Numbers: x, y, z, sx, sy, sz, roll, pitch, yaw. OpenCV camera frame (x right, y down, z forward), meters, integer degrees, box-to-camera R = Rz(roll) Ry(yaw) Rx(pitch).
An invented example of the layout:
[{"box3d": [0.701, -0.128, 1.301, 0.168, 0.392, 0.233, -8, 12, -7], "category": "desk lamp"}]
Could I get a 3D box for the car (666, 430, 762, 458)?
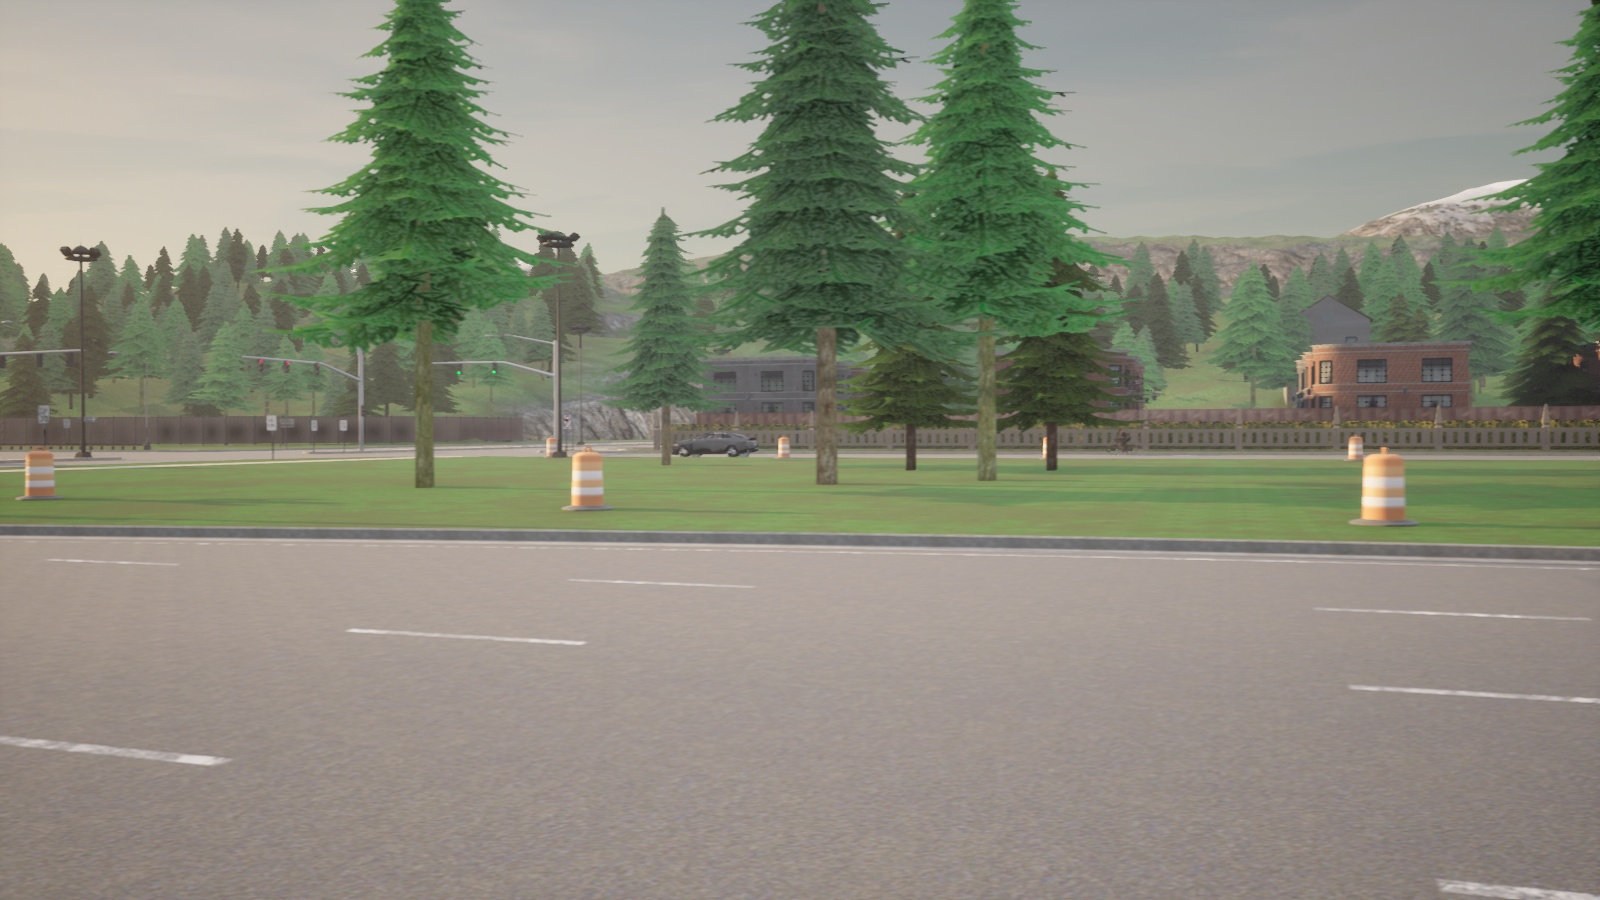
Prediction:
[{"box3d": [-4.755, -0.350, 69.594, 4.902, 1.511, 2.128, 1, 1, 18], "category": "car"}]
